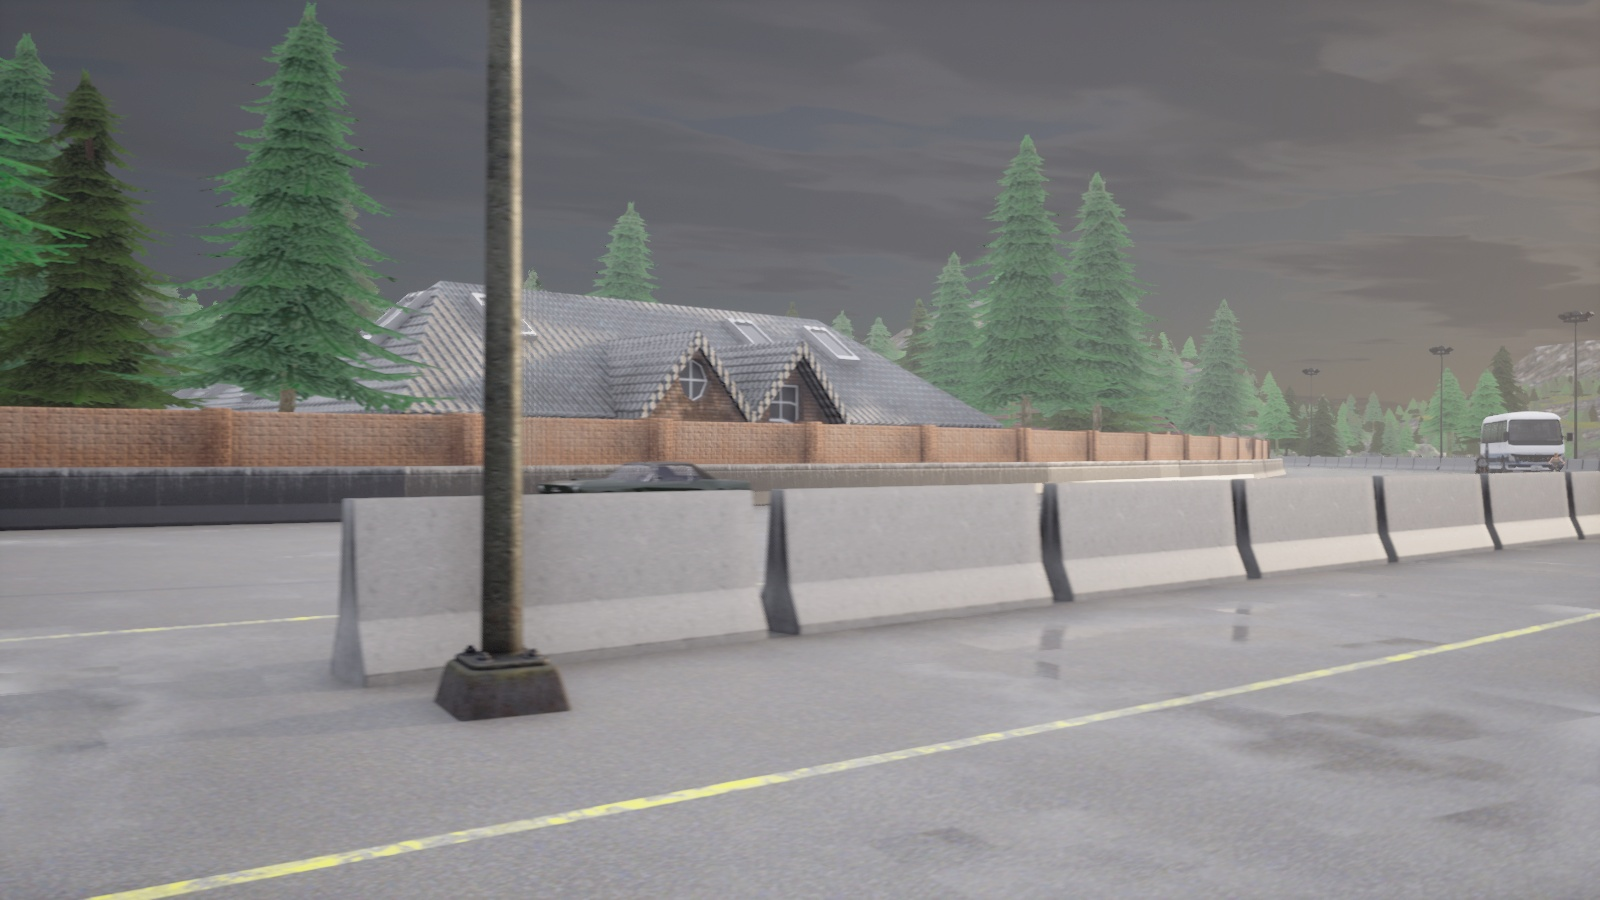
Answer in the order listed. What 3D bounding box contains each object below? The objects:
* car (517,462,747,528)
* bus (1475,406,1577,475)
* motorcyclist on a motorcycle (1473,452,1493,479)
[{"bbox_3d":[-3.617,0.926,27.544,4.718,1.301,1.895,0,0,-41],"label":"car"},{"bbox_3d":[47.272,-0.521,82.173,3.944,4.253,10.273,0,-1,20],"label":"bus"},{"bbox_3d":[39.423,0.882,72.545,0.866,1.530,2.191,-1,0,25],"label":"motorcyclist on a motorcycle"}]
